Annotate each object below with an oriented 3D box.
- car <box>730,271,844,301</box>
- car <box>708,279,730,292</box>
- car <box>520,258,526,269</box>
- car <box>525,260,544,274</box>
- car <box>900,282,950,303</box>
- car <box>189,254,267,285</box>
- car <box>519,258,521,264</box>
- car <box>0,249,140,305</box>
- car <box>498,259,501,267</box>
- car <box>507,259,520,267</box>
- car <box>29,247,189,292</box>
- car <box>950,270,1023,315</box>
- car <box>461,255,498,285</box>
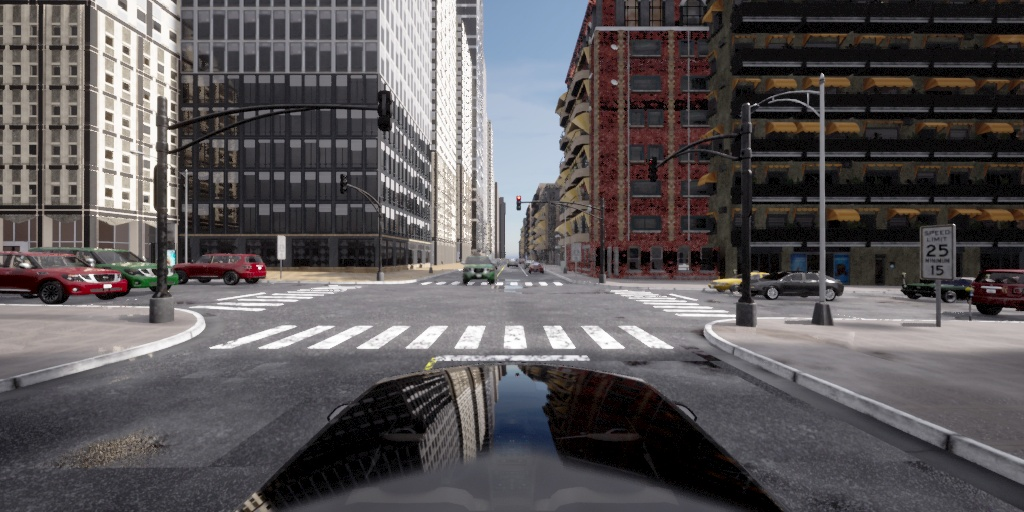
[{"bbox_3d":[14.926,1.562,19.328,4.892,1.490,1.837,1,0,2],"label":"car"},{"bbox_3d":[14.645,1.587,21.946,4.829,1.417,1.751,0,0,0],"label":"car"},{"bbox_3d":[2.728,1.317,54.569,2.007,1.370,4.403,0,0,0],"label":"car"},{"bbox_3d":[2.769,1.341,41.651,1.802,1.307,4.207,0,0,0],"label":"car"},{"bbox_3d":[24.217,1.827,19.432,4.718,1.301,1.895,1,0,-1],"label":"car"},{"bbox_3d":[-17.696,0.776,21.686,5.009,1.841,2.192,0,0,0],"label":"car"},{"bbox_3d":[2.732,1.321,60.217,2.007,1.370,4.403,0,0,0],"label":"car"},{"bbox_3d":[-17.567,0.757,13.307,5.009,1.841,2.192,0,0,0],"label":"car"},{"bbox_3d":[-3.054,1.243,52.745,1.882,1.535,5.008,0,0,0],"label":"car"},{"bbox_3d":[0.139,1.338,65.052,1.994,1.385,4.181,0,0,1],"label":"car"},{"bbox_3d":[-18.240,0.658,15.895,5.566,2.045,2.150,1,0,0],"label":"car"},{"bbox_3d":[20.607,1.461,13.646,5.009,1.841,2.192,0,0,0],"label":"car"},{"bbox_3d":[-2.524,0.972,26.287,2.150,2.045,5.566,1,0,-7],"label":"car"}]
